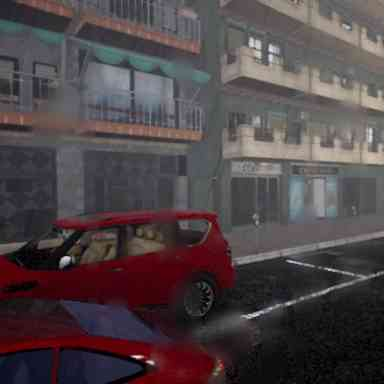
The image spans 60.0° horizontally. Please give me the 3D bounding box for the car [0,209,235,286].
[{"bbox_3d":[-1.532,1.282,5.469,5.009,1.841,2.192,-1,1,-35],"label":"car"}]

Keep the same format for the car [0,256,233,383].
[{"bbox_3d":[-1.707,1.568,2.160,4.181,1.385,1.994,-1,1,-35],"label":"car"}]
